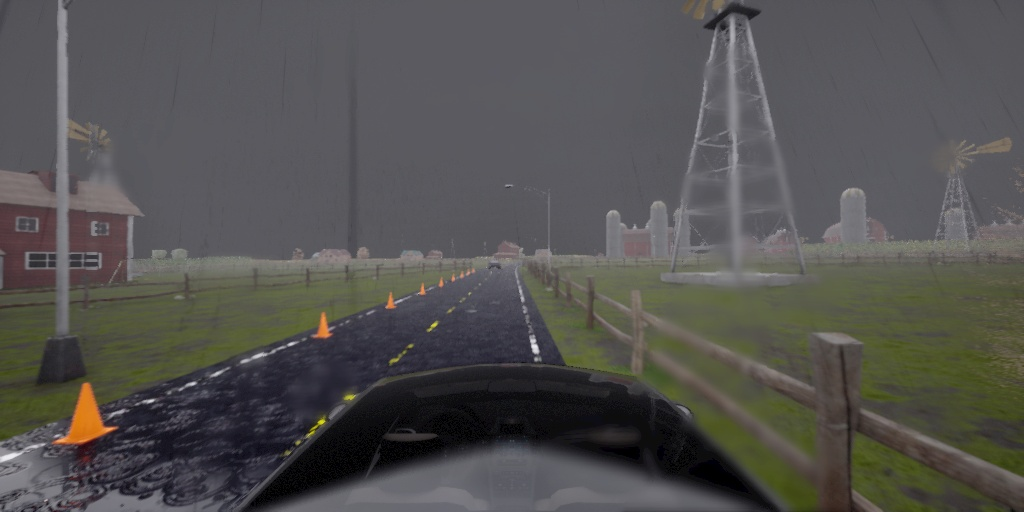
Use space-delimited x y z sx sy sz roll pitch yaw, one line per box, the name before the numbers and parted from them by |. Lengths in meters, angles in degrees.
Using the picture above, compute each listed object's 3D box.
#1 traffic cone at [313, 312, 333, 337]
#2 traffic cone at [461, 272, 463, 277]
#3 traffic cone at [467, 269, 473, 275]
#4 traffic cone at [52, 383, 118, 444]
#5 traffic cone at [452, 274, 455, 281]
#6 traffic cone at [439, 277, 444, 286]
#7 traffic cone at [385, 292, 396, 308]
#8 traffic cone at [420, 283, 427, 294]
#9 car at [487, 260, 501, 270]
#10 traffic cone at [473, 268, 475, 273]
traffic cone | -4.728 1.709 8.982 0.340 0.580 0.340 0 0 0
traffic cone | -4.733 1.726 33.984 0.340 0.580 0.340 0 0 0
traffic cone | -4.734 1.730 38.984 0.340 0.580 0.340 0 0 0
traffic cone | -4.726 1.706 3.982 0.340 0.580 0.340 0 0 0
traffic cone | -4.732 1.722 28.984 0.340 0.580 0.340 0 0 0
traffic cone | -4.730 1.718 23.983 0.340 0.580 0.340 0 0 0
traffic cone | -4.729 1.711 13.983 0.340 0.580 0.340 0 0 0
traffic cone | -4.730 1.714 18.982 0.340 0.580 0.340 0 0 0
car | -2.817 1.333 55.679 2.033 1.411 5.357 0 0 -8
traffic cone | -4.732 1.734 43.993 0.340 0.580 0.340 0 0 0
